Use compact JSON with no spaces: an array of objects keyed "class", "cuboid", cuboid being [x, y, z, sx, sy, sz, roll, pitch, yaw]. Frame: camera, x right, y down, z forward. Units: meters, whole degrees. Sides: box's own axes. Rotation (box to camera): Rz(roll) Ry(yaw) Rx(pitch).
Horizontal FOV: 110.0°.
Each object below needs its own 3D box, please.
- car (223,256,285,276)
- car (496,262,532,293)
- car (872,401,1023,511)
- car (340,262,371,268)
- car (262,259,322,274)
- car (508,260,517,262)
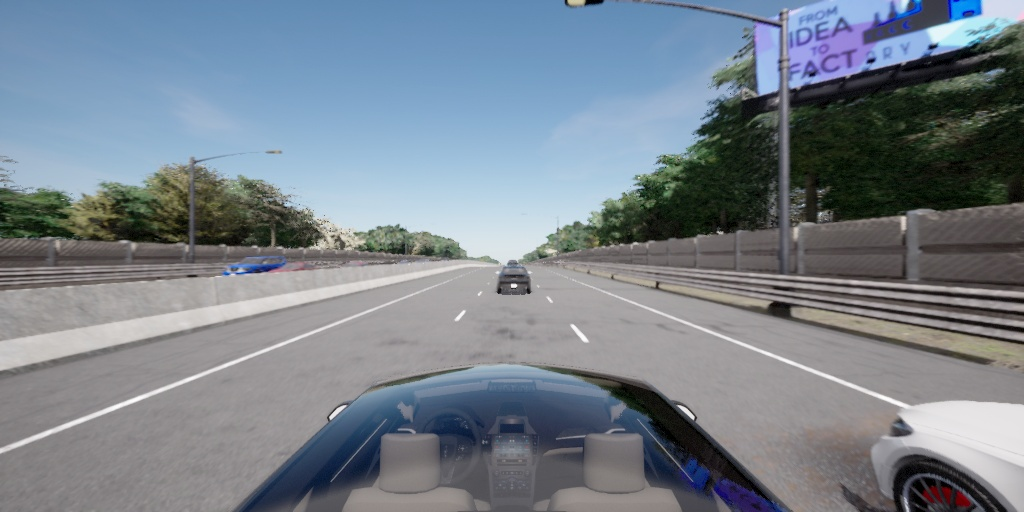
[{"class":"car","cuboid":[-21.064,1.040,29.874,2.150,2.045,5.566,0,-1,0]},{"class":"car","cuboid":[0.107,1.300,21.238,1.837,1.490,4.892,0,0,0]},{"class":"car","cuboid":[3.599,1.273,0.676,1.812,1.442,4.674,0,0,0]},{"class":"car","cuboid":[-14.072,1.295,32.216,1.882,1.535,5.008,0,0,0]},{"class":"car","cuboid":[-17.568,1.290,29.305,1.882,1.535,5.008,0,0,0]},{"class":"car","cuboid":[0.125,1.385,61.613,1.837,1.490,4.892,0,0,0]}]
